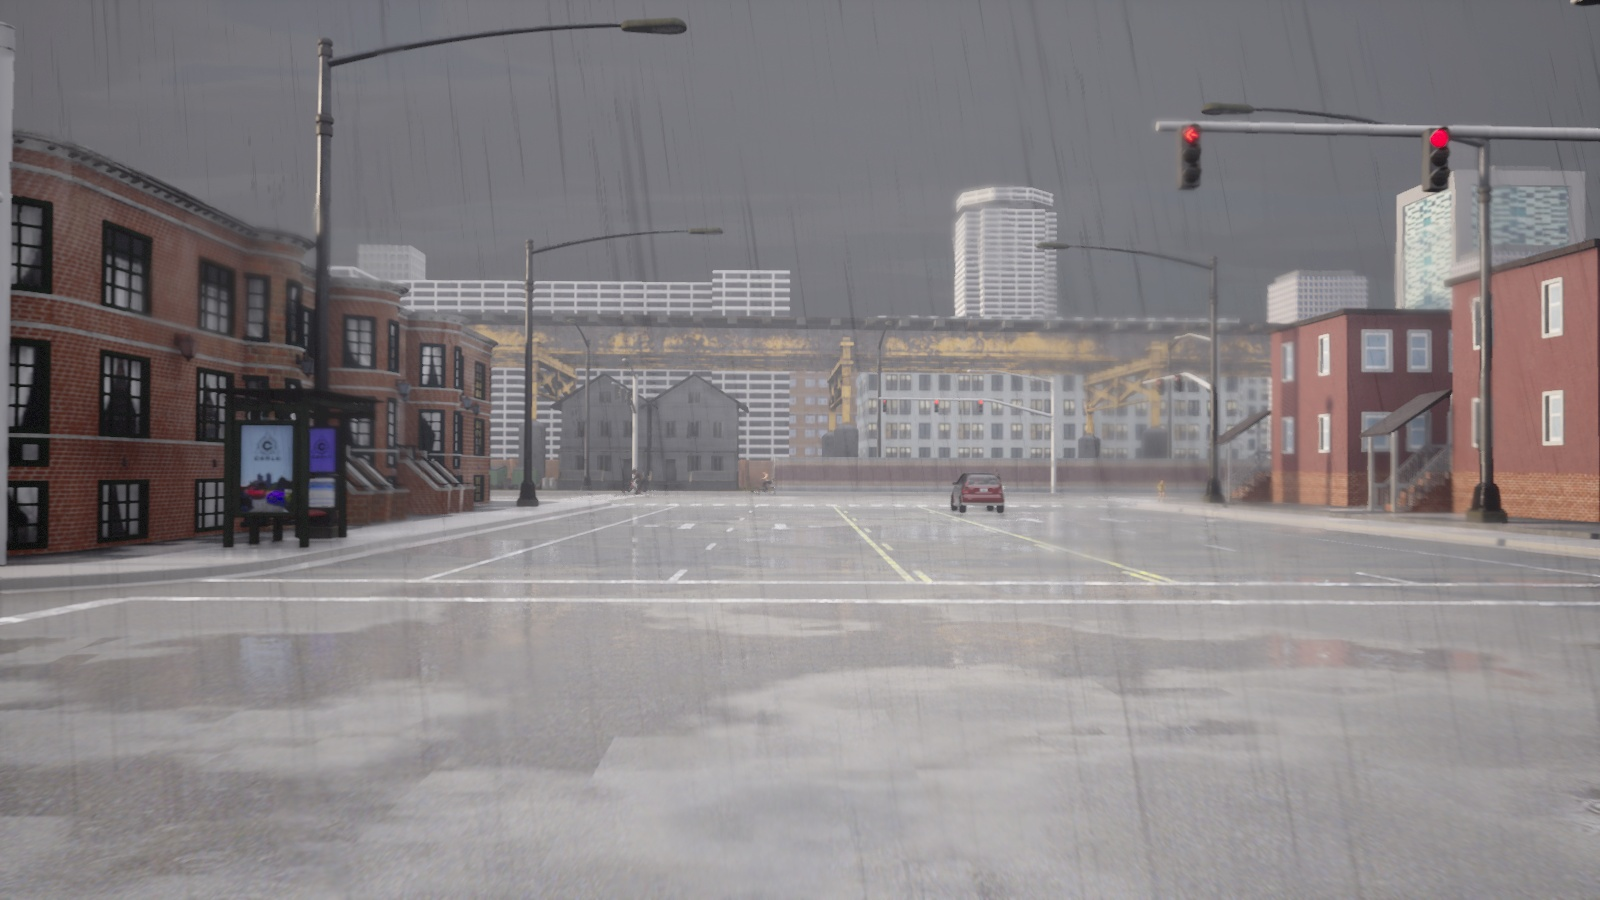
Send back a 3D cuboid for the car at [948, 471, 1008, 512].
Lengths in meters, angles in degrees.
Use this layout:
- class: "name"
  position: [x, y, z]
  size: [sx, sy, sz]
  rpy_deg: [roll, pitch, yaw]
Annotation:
- class: "car"
  position: [6.881, 1.584, 48.906]
  size: [1.789, 1.549, 3.705]
  rpy_deg: [0, -1, 0]
